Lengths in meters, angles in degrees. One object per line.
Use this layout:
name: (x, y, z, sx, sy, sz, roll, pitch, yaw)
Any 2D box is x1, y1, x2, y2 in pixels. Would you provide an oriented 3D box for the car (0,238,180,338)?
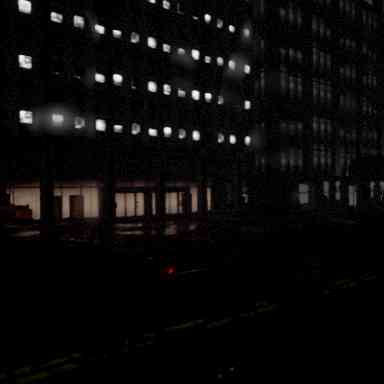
car: (-2.811, 1.551, 5.672, 5.357, 1.411, 2.033, 0, 0, -36)
